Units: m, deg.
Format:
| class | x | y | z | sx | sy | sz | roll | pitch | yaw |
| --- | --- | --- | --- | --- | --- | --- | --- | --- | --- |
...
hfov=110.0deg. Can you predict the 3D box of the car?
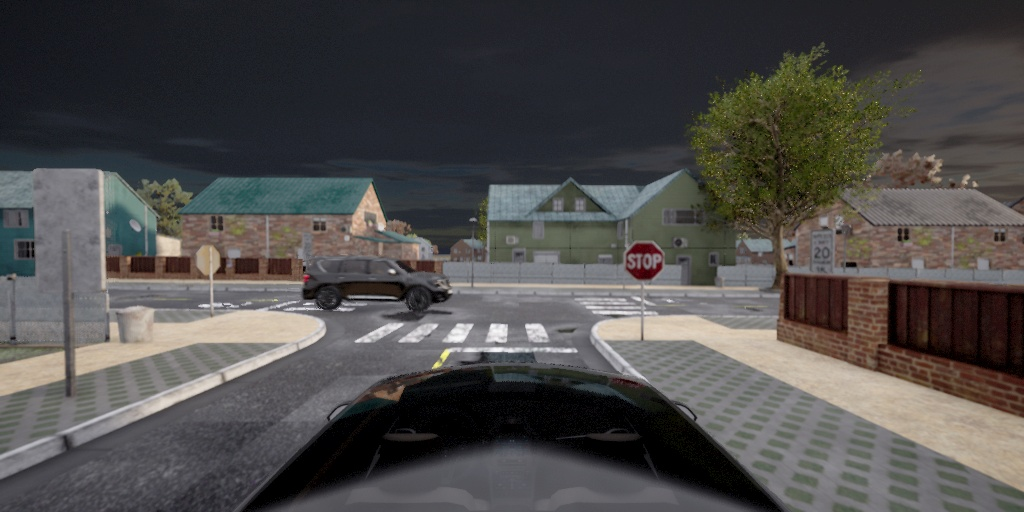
| class | x | y | z | sx | sy | sz | roll | pitch | yaw |
| --- | --- | --- | --- | --- | --- | --- | --- | --- | --- |
| car | -5.219 | 1.017 | 14.146 | 5.566 | 2.045 | 2.150 | 1 | 1 | -1 |
